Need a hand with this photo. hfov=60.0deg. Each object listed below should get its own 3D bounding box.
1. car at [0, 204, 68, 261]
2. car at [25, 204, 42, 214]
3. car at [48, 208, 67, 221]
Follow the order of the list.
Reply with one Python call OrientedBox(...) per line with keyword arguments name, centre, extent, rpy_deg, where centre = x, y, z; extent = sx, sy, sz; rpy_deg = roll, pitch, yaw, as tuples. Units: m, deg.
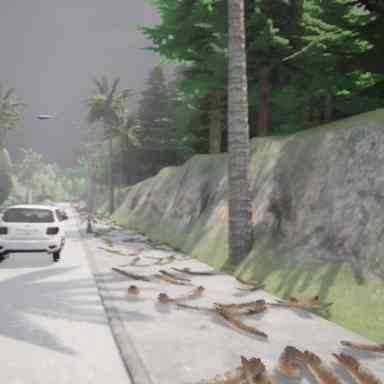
OrientedBox(name="car", centre=(-6.472, 1.551, 13.772), extent=(2.150, 2.045, 5.566), rpy_deg=(3, -2, -19))
OrientedBox(name="car", centre=(-25.990, 2.754, 54.636), extent=(1.837, 1.490, 4.892), rpy_deg=(3, -2, -20))
OrientedBox(name="car", centre=(-16.098, 2.618, 39.854), extent=(1.895, 1.301, 4.718), rpy_deg=(3, -2, -20))
